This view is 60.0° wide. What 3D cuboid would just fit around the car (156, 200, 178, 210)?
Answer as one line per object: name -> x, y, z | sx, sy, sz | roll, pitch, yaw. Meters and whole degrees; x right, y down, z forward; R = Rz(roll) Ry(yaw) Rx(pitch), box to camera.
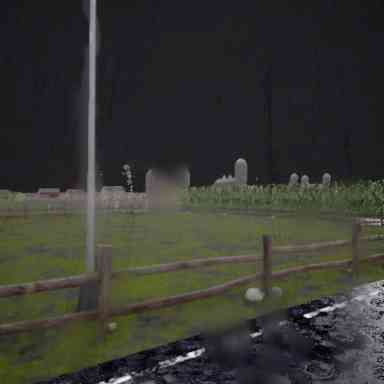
car -> -4.272, 2.181, 56.849 | 1.882, 1.535, 5.008 | 0, -1, -35
